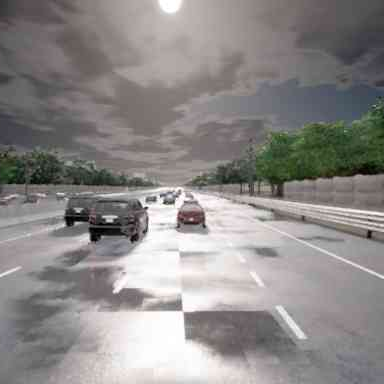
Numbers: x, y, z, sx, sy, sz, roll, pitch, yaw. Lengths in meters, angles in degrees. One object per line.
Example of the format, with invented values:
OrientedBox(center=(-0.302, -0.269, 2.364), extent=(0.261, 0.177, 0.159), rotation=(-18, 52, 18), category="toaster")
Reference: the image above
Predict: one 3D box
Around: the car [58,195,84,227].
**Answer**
OrientedBox(center=(-7.048, 1.283, 23.271), extent=(2.150, 2.045, 5.566), rotation=(0, 0, 0), category="car")

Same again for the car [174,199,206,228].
OrientedBox(center=(-0.050, 1.556, 23.273), extent=(1.882, 1.535, 5.008), rotation=(0, 0, 0), category="car")

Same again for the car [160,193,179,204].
OrientedBox(center=(-3.808, 1.293, 56.823), extent=(1.994, 1.385, 4.181), rotation=(0, 1, -1), category="car")

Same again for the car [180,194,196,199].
OrientedBox(center=(-0.150, 1.418, 40.056), extent=(2.128, 1.511, 4.902), rotation=(0, 1, 0), category="car")

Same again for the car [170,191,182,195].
OrientedBox(center=(-4.225, 0.989, 86.451), extent=(1.895, 1.301, 4.718), rotation=(0, 1, -1), category="car")

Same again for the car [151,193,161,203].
OrientedBox(center=(-7.353, 1.165, 60.809), extent=(2.128, 1.511, 4.902), rotation=(0, 1, -1), category="car")

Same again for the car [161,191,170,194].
OrientedBox(center=(-7.795, 0.814, 90.420), extent=(1.882, 1.535, 5.008), rotation=(0, 1, -1), category="car")

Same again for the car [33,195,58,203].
OrientedBox(center=(-17.742, 1.202, 42.180), extent=(2.097, 1.767, 4.553), rotation=(0, 0, 0), category="car")

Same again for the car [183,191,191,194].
OrientedBox(center=(-0.569, 1.068, 76.841), extent=(1.994, 1.385, 4.181), rotation=(0, 1, -1), category="car")

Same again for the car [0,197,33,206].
OrientedBox(center=(-21.238, 1.390, 41.823), extent=(2.033, 1.411, 5.357), rotation=(0, 1, 0), category="car")

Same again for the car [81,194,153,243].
OrientedBox(center=(-3.526, 1.308, 16.891), extent=(2.150, 2.045, 5.566), rotation=(0, 0, 0), category="car")
